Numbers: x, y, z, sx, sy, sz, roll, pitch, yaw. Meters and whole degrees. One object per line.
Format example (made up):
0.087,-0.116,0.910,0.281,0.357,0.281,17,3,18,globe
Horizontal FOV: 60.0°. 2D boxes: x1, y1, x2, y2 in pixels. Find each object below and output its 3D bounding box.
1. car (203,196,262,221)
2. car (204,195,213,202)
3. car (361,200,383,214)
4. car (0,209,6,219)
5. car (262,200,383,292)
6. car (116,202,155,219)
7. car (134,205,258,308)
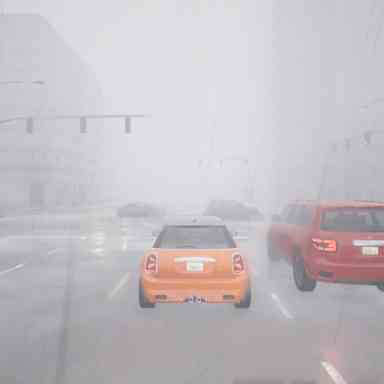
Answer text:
3.046,1.352,24.734,4.553,1.767,2.097,0,0,1,car
3.617,1.524,74.412,1.812,1.442,4.674,0,0,0,car
20.510,1.564,35.231,4.181,1.385,1.994,0,0,1,car
-16.642,1.492,24.962,4.902,1.511,2.128,0,0,1,car
3.548,1.221,9.082,2.150,2.045,5.566,0,0,2,car
-4.291,1.564,28.320,4.181,1.385,1.994,0,0,1,car
0.070,1.352,8.060,2.097,1.767,4.553,0,0,1,car
